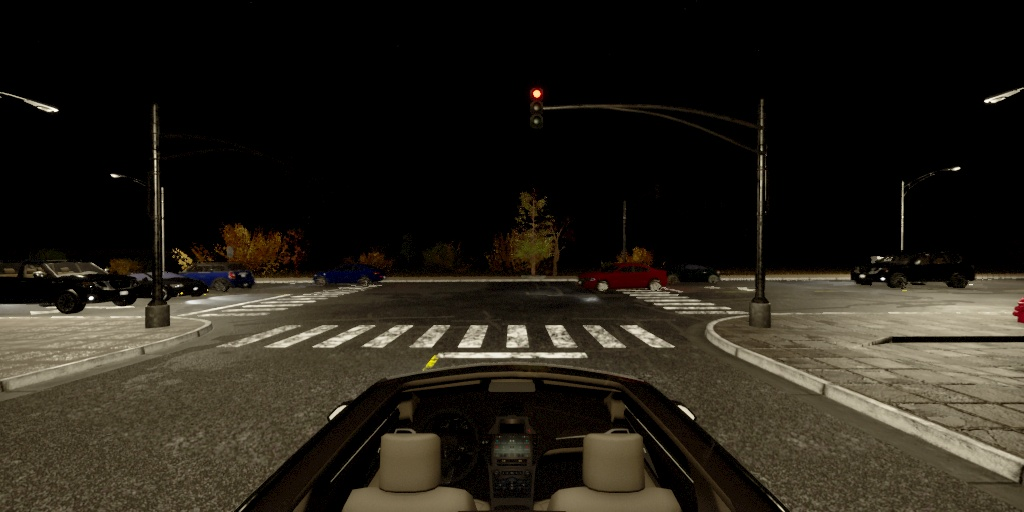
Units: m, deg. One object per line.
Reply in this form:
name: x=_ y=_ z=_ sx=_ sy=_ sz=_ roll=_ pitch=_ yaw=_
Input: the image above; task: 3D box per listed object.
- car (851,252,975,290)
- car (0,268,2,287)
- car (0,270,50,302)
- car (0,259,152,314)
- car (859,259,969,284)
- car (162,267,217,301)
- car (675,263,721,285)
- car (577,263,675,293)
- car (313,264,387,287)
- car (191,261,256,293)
car: x=23.048 y=0.797 z=20.723 sx=5.566 sy=2.045 sz=2.150 roll=0 pitch=1 yaw=0
car: x=-38.495 y=1.536 z=24.471 sx=4.718 sy=1.301 sz=1.895 roll=0 pitch=1 yaw=0
car: x=-26.758 y=1.485 z=17.675 sx=5.357 sy=1.411 sz=2.033 roll=0 pitch=1 yaw=0
car: x=-18.273 y=1.143 z=14.353 sx=5.566 sy=2.045 sz=2.150 roll=0 pitch=1 yaw=0
car: x=26.696 y=1.004 z=23.945 sx=4.902 sy=1.511 sz=2.128 roll=0 pitch=1 yaw=1
car: x=-17.518 y=1.440 z=17.602 sx=4.181 sy=1.385 sz=1.994 roll=0 pitch=1 yaw=0
car: x=11.606 y=1.169 z=24.070 sx=4.181 sy=1.385 sz=1.994 roll=0 pitch=1 yaw=0
car: x=6.120 y=1.166 z=19.992 sx=5.008 sy=1.535 sz=1.882 roll=0 pitch=0 yaw=-12
car: x=-10.901 y=1.275 z=24.250 sx=4.674 sy=1.442 sz=1.812 roll=0 pitch=1 yaw=0
car: x=-17.871 y=1.187 z=21.054 sx=4.553 sy=1.767 sz=2.097 roll=0 pitch=1 yaw=0
